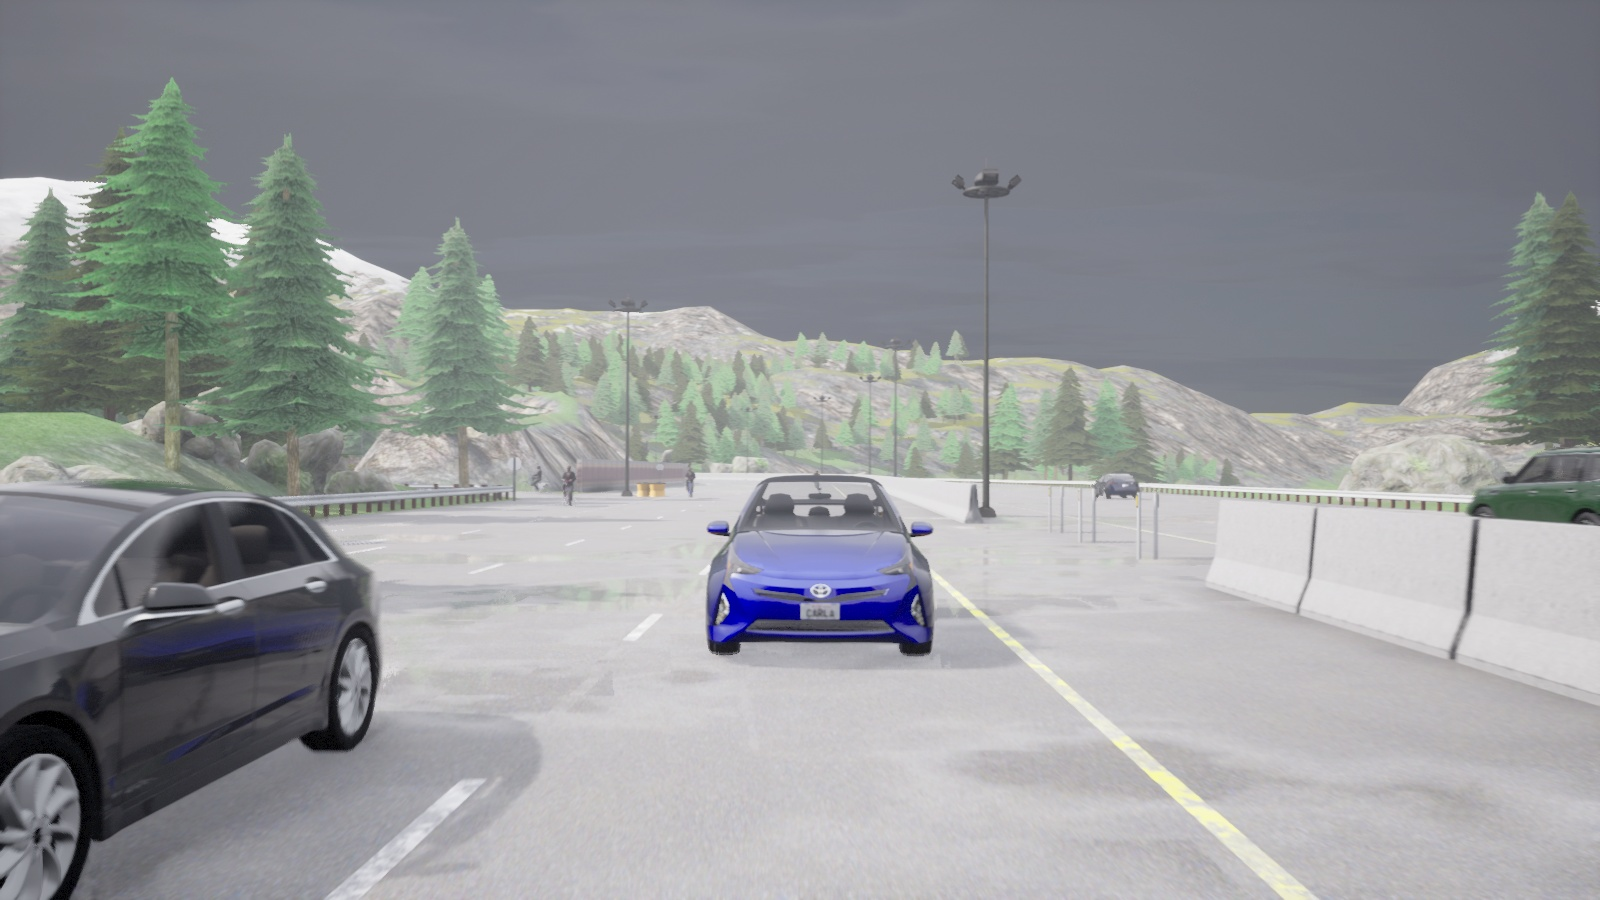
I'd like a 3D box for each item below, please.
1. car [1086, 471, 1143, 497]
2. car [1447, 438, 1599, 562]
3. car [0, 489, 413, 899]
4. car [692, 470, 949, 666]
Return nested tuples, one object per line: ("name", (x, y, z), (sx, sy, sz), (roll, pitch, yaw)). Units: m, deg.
("car", (18.478, 1.974, 73.951), (2.163, 1.488, 4.792), (0, -1, 1))
("car", (14.326, 0.858, 22.982), (2.150, 2.045, 5.566), (0, -1, 1))
("car", (-3.398, 0.928, 5.492), (1.837, 1.490, 4.892), (0, -2, 1))
("car", (0.186, 0.963, 12.062), (2.007, 1.525, 4.514), (0, -1, 1))
